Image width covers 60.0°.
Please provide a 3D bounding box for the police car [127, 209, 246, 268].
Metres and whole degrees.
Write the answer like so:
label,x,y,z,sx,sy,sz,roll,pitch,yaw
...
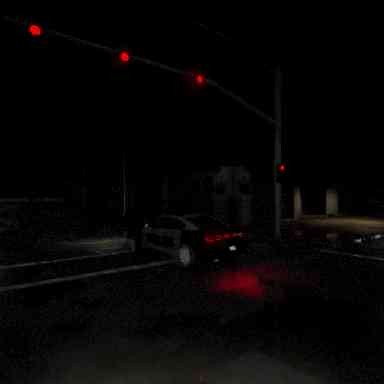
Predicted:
label,x,y,z,sx,sy,sz,roll,pitch,yaw
police car,-0.495,1.425,11.603,1.930,1.638,5.238,0,0,-41
